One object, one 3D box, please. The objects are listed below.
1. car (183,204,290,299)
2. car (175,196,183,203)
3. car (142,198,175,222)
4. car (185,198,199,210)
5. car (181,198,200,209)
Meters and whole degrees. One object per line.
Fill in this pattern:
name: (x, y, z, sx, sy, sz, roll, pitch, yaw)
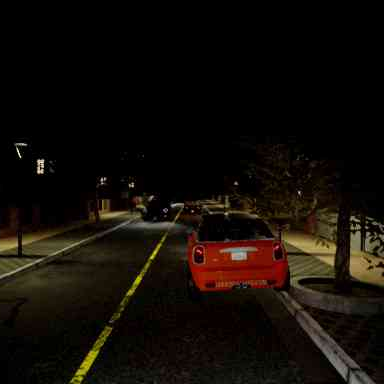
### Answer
car: (0.920, 1.312, 8.642, 2.097, 1.767, 4.553, -3, -1, 0)
car: (-2.758, 1.664, 68.453, 2.128, 1.511, 4.902, 0, 0, 0)
car: (-2.754, 1.394, 27.066, 2.097, 1.767, 4.553, 0, 0, 0)
car: (0.049, 1.614, 45.559, 1.812, 1.442, 4.674, 0, 0, 1)
car: (0.068, 1.663, 35.857, 1.895, 1.301, 4.718, 0, 0, 0)
